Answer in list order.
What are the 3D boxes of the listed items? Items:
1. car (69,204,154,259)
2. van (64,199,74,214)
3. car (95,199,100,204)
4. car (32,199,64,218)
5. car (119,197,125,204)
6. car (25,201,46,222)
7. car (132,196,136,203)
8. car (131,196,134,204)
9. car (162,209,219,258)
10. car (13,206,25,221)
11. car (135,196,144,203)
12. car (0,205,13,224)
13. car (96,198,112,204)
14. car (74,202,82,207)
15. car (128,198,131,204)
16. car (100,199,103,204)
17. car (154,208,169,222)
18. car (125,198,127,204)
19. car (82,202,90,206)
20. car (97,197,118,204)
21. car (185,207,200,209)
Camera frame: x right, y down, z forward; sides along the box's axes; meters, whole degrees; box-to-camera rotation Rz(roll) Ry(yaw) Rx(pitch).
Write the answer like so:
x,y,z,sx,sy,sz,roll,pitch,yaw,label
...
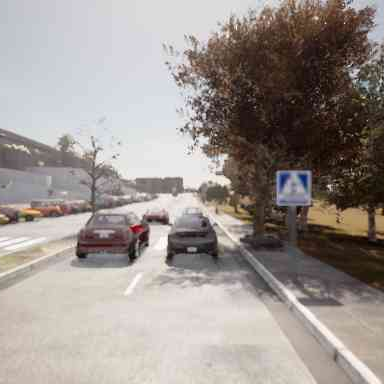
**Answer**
x,y,z,sx,sy,sz,roll,pitch,yaw,label
-2.971,1.525,13.434,2.097,1.767,4.553,0,-1,1,car
-16.755,1.877,39.599,4.442,1.987,1.878,0,-1,-20,van
-16.679,2.207,48.569,5.366,1.575,1.946,-1,-1,-20,car
-16.836,1.931,36.571,4.553,1.767,2.185,0,-1,-20,car
-16.811,2.064,66.422,5.566,2.045,2.435,-1,0,-20,car
-16.695,1.949,30.660,5.366,1.575,1.946,0,-1,-20,car
-16.792,2.394,81.355,4.792,1.488,2.163,-1,0,-20,car
-16.816,2.395,78.336,4.674,1.452,2.002,-1,0,-20,car
0.029,1.682,13.505,1.837,1.490,4.892,0,0,1,car
-16.899,1.929,27.598,4.792,1.488,2.163,0,-1,-20,car
-16.780,2.434,93.361,4.792,1.488,2.163,-1,0,-20,car
-16.702,1.841,24.694,5.366,1.575,1.946,0,-1,-20,car
-16.838,2.319,57.453,4.674,1.452,2.002,-1,0,-20,car
-16.852,2.183,42.528,4.674,1.452,2.002,0,-1,-20,car
-16.796,2.219,75.365,4.553,1.767,2.185,-1,0,-20,car
-16.820,2.269,51.496,4.792,1.488,2.163,-1,-1,-20,car
-2.970,2.019,28.265,1.895,1.301,4.718,0,-1,1,car
-16.824,2.327,69.390,4.892,1.521,2.231,-1,0,-20,car
-16.880,2.212,45.500,4.792,1.488,2.163,-1,-1,-20,car
-16.868,2.044,60.426,5.566,2.045,2.435,-1,0,-20,car
0.021,1.952,27.529,2.033,1.411,5.357,0,-1,0,car
